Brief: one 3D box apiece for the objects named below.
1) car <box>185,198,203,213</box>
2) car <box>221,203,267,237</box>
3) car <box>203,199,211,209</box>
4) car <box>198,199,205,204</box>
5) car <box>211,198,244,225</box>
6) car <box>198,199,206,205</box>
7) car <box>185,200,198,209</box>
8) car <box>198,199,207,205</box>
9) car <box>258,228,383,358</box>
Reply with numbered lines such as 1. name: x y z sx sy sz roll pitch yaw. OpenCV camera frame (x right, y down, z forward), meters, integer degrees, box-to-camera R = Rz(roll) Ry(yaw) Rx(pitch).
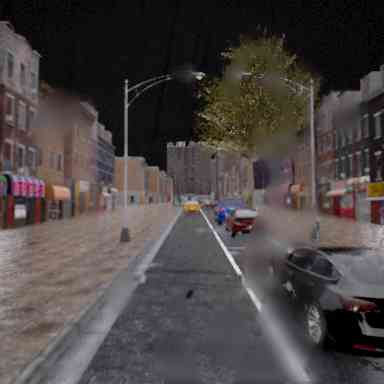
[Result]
1. car: 0.055 1.891 43.083 1.882 1.535 5.008 0 -1 0
2. car: 3.008 1.656 19.320 1.882 1.535 5.008 0 0 0
3. car: 2.641 2.004 56.099 1.967 1.590 4.097 2 -1 0
4. car: 2.620 2.640 93.884 1.752 1.417 4.829 1 -1 0
5. car: 2.971 1.471 26.356 2.150 2.045 5.566 0 -1 0
6. car: 2.621 2.584 88.278 1.947 1.339 4.313 1 -1 0
7. car: 0.003 2.060 56.533 2.128 1.511 4.902 0 -1 1
8. car: 2.624 2.496 82.842 1.947 1.339 4.313 1 -1 0
9. car: 2.660 1.627 6.114 1.947 1.339 4.313 2 0 0
